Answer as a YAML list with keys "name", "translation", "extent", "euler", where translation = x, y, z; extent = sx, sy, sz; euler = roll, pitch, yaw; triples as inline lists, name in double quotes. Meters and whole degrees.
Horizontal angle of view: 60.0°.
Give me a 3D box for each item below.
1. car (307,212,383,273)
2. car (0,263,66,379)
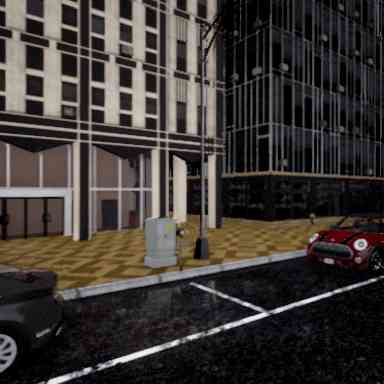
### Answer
- name: "car"
  translation: [5.454, 1.398, 10.444]
  extent: [4.097, 1.590, 1.967]
  euler: [0, 1, -36]
- name: "car"
  translation: [-3.809, 1.555, 3.837]
  extent: [4.403, 1.369, 2.008]
  euler: [0, 1, -35]
